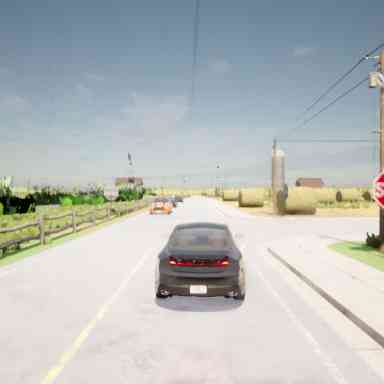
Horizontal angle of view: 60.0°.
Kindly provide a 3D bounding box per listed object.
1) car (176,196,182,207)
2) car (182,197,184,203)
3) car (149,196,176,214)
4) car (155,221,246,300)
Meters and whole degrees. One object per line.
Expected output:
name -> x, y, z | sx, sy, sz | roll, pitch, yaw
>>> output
car -> -2.997, 1.540, 47.044 | 2.033, 1.411, 5.357 | 0, 0, 1
car -> -2.675, 1.496, 66.399 | 1.837, 1.490, 4.892 | 0, 0, 1
car -> -3.164, 1.346, 34.523 | 2.097, 1.767, 4.553 | 0, 0, 1
car -> 0.264, 1.503, 8.401 | 1.837, 1.490, 4.892 | 0, 0, 4
